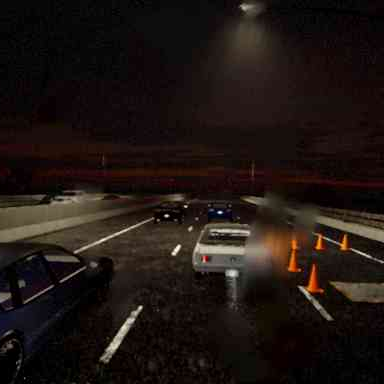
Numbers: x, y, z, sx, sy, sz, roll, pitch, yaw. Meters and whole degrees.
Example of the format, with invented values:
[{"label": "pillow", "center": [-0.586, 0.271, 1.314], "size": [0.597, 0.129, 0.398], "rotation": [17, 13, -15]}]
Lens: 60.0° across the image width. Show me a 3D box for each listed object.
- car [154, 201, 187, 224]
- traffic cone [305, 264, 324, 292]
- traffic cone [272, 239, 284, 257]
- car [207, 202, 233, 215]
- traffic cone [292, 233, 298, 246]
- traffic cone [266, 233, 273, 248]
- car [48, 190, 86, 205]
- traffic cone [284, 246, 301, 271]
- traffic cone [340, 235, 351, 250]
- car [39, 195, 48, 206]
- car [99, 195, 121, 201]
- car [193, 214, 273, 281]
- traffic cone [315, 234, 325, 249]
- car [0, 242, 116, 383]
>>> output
[{"label": "car", "center": [-1.457, 1.383, 23.930], "size": [1.882, 1.535, 5.008], "rotation": [1, 0, 4]}, {"label": "traffic cone", "center": [2.855, 1.986, 7.769], "size": [0.340, 0.580, 0.340], "rotation": [1, 0, 4]}, {"label": "traffic cone", "center": [3.127, 1.981, 11.760], "size": [0.340, 0.580, 0.340], "rotation": [1, 0, 4]}, {"label": "car", "center": [2.282, 1.528, 27.342], "size": [1.994, 1.385, 4.181], "rotation": [1, 0, 4]}, {"label": "traffic cone", "center": [4.261, 1.996, 13.687], "size": [0.340, 0.580, 0.340], "rotation": [1, 0, 4]}, {"label": "traffic cone", "center": [3.263, 1.977, 13.755], "size": [0.340, 0.580, 0.340], "rotation": [1, 0, 4]}, {"label": "car", "center": [-14.586, 0.835, 39.870], "size": [2.150, 2.045, 5.566], "rotation": [1, 0, 4]}, {"label": "traffic cone", "center": [2.991, 1.983, 9.765], "size": [0.340, 0.580, 0.340], "rotation": [1, 0, 4]}, {"label": "traffic cone", "center": [6.256, 2.033, 13.551], "size": [0.340, 0.580, 0.340], "rotation": [1, 0, 4]}, {"label": "car", "center": [-17.870, 0.895, 43.062], "size": [2.097, 1.767, 4.553], "rotation": [1, 0, 4]}, {"label": "car", "center": [-10.792, 1.149, 44.020], "size": [1.882, 1.535, 5.008], "rotation": [1, 0, 4]}, {"label": "car", "center": [1.092, 1.593, 9.919], "size": [1.895, 1.301, 4.718], "rotation": [1, 0, 4]}, {"label": "traffic cone", "center": [5.258, 2.014, 13.619], "size": [0.340, 0.580, 0.340], "rotation": [1, 0, 4]}, {"label": "car", "center": [-2.754, 1.483, 4.941], "size": [2.033, 1.411, 5.357], "rotation": [1, 0, 4]}]
